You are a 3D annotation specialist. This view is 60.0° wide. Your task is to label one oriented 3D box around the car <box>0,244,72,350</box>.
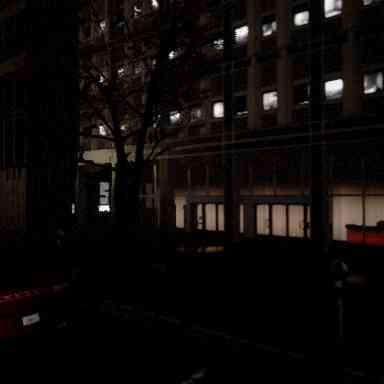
[{"bbox_3d":[-3.935,1.548,5.691,4.507,1.381,1.887,0,-1,36],"label":"car"}]
